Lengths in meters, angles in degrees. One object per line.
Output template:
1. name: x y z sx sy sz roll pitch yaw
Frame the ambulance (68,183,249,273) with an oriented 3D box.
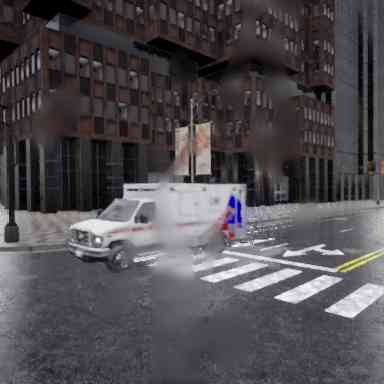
1. ambulance: -0.803 0.936 11.215 6.366 2.431 2.351 -1 1 -45
